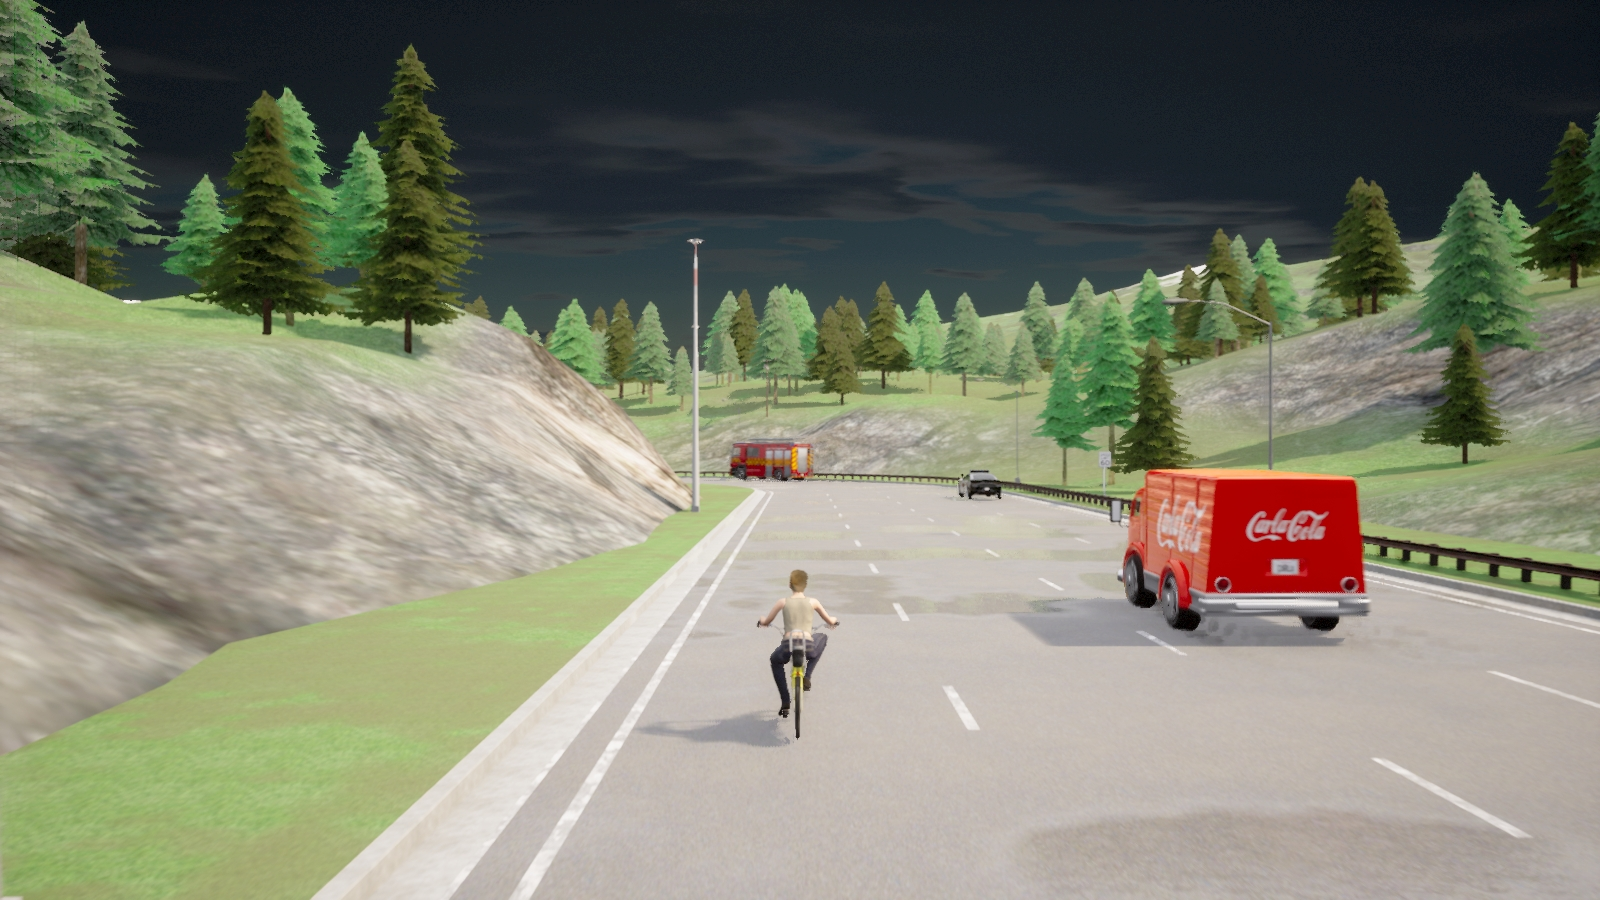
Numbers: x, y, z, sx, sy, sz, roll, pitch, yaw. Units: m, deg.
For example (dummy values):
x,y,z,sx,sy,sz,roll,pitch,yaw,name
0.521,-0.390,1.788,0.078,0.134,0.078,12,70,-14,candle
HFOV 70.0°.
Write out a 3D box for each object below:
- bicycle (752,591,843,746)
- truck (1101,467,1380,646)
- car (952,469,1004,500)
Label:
x,y,z,sx,sy,sz,roll,pitch,yaw,name
-0.019,2.158,11.543,0.859,1.276,1.487,0,0,0,bicycle
6.993,1.570,18.970,2.627,2.467,5.204,0,0,0,truck
10.286,1.981,66.288,2.097,1.638,5.238,0,0,-1,car
